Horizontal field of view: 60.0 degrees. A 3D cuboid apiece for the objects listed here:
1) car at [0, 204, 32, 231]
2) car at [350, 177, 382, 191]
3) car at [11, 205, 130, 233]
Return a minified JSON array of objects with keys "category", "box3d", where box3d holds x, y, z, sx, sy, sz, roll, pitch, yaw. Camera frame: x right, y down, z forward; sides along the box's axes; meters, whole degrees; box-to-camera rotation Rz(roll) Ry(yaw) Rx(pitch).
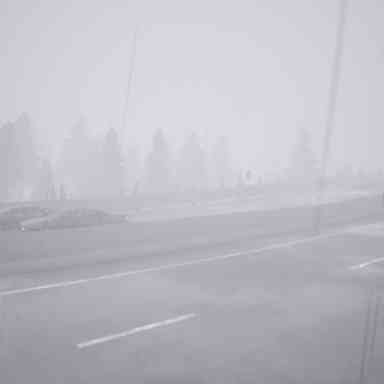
[{"category":"car","box3d":[-9.702,1.487,18.549,4.892,1.490,1.837,-1,1,-35]},{"category":"car","box3d":[21.161,-0.969,40.376,4.892,1.490,1.837,-5,3,-35]},{"category":"car","box3d":[-5.911,1.497,16.949,5.357,1.411,2.033,-1,1,-35]}]
